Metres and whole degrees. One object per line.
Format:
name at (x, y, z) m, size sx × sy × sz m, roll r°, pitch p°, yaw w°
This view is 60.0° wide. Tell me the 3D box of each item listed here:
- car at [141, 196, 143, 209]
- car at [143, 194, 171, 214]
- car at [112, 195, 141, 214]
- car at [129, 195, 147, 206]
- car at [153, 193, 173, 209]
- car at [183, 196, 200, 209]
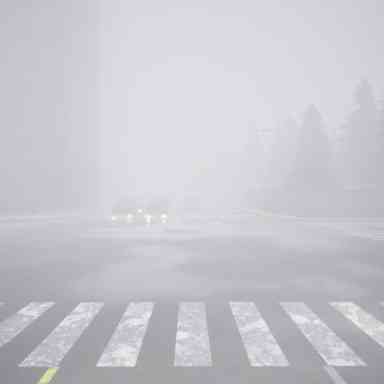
car at (-7.341, 1.562, 44.374) m, size 1.994 × 1.385 × 4.181 m, roll 0°, pitch 0°, yaw -3°
car at (-3.646, 1.351, 35.609) m, size 2.097 × 1.767 × 4.553 m, roll 0°, pitch 0°, yaw -1°
car at (-7.148, 1.351, 35.734) m, size 2.097 × 1.767 × 4.553 m, roll 0°, pitch 0°, yaw 0°
car at (-8.875, 1.350, 54.339) m, size 2.097 × 1.767 × 4.553 m, roll 0°, pitch 0°, yaw -21°
car at (-3.849, 1.220, 45.173) m, size 2.150 × 2.045 × 5.566 m, roll 0°, pitch 0°, yaw -3°
car at (-0.051, 1.350, 44.418) m, size 2.097 × 1.767 × 4.553 m, roll 0°, pitch 0°, yaw -2°
